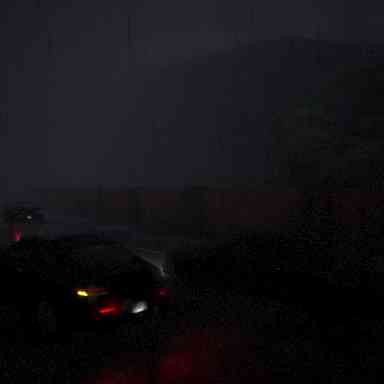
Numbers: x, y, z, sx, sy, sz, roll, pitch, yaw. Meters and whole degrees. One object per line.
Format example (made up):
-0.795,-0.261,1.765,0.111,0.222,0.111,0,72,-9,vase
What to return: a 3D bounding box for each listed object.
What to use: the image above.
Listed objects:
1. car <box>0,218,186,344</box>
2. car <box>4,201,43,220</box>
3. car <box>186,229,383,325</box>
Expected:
-2.501,1.473,6.347,4.674,1.442,1.812,1,0,41,car
-11.075,1.313,21.833,1.812,1.442,4.674,0,0,-35,car
1.835,1.536,7.131,5.357,1.411,2.033,1,0,39,car
